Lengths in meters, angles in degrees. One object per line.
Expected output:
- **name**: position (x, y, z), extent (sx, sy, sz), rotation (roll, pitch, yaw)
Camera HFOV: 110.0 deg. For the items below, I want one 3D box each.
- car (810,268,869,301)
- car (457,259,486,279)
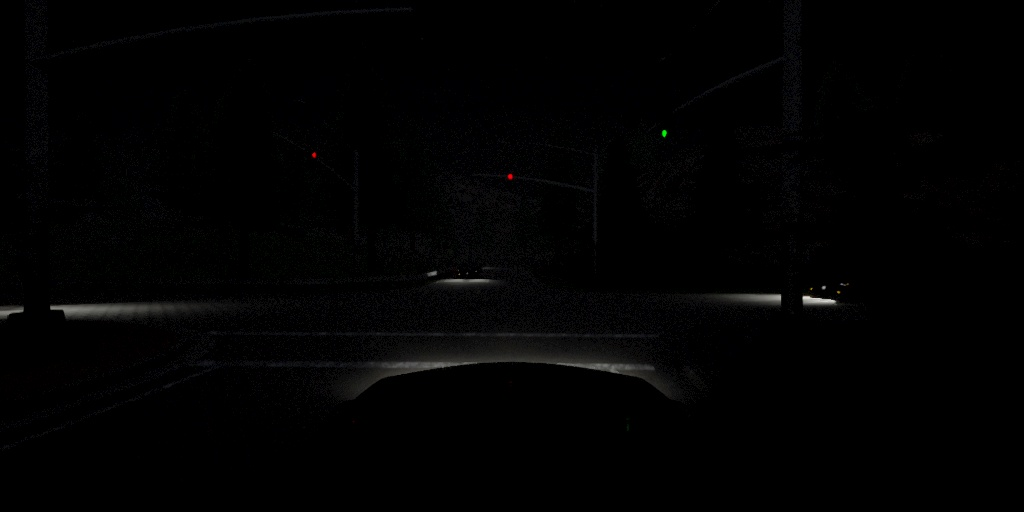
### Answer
- **car**: position (16.197, 1.259, 16.317), extent (4.181, 1.385, 1.994), rotation (0, 0, 0)
- **car**: position (-3.654, 1.175, 31.529), extent (1.837, 1.490, 4.892), rotation (0, 0, 0)
